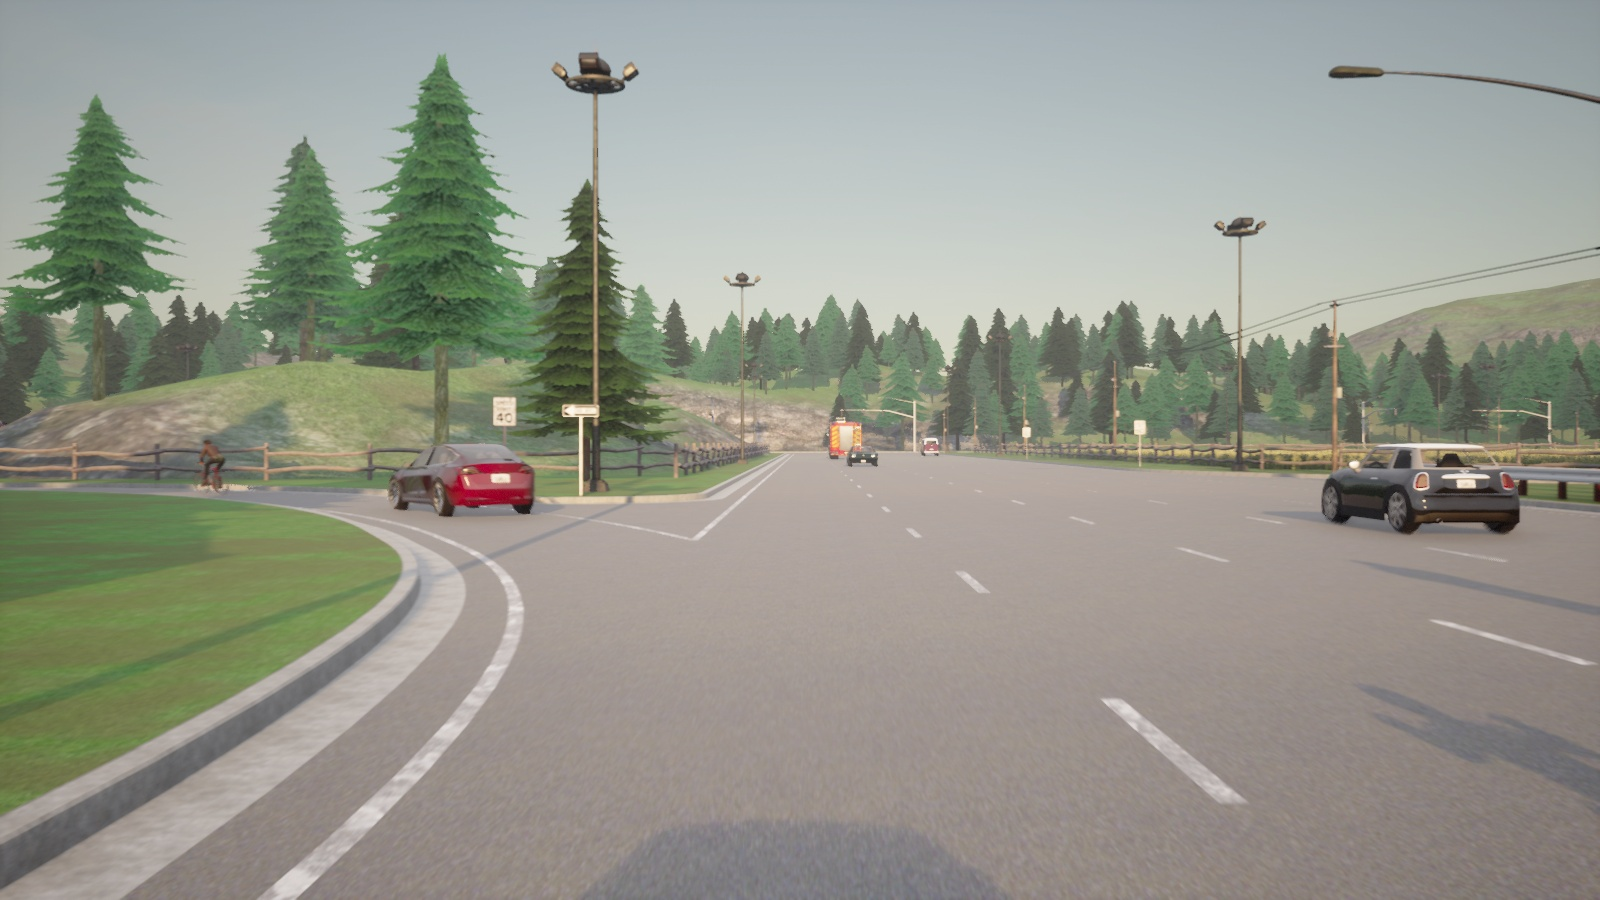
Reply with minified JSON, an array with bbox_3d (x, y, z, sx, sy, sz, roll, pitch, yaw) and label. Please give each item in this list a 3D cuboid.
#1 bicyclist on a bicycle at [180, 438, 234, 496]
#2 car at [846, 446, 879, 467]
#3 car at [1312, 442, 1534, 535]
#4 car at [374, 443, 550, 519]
[{"bbox_3d":[-17.062,0.483,36.123,1.656,1.620,0.582,0,1,33],"label":"bicyclist on a bicycle"},{"bbox_3d":[3.973,0.398,80.608,1.895,1.301,4.718,0,0,0],"label":"car"},{"bbox_3d":[10.639,0.598,21.786,1.970,1.475,3.806,0,0,0],"label":"car"},{"bbox_3d":[-7.367,0.589,27.004,2.163,1.488,4.792,0,0,-35],"label":"car"}]
